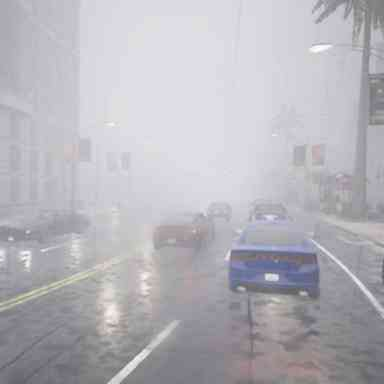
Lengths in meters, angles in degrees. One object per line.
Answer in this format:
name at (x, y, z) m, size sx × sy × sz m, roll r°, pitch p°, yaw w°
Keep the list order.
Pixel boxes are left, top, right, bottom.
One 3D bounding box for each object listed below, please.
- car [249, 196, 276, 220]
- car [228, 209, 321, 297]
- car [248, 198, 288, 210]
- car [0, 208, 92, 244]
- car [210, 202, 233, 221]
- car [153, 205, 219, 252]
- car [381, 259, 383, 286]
car at (5.936, 1.281, 28.450) m, size 2.097 × 1.767 × 4.553 m, roll 0°, pitch 0°, yaw 10°
car at (2.156, 1.456, 8.695) m, size 1.882 × 1.535 × 5.008 m, roll 0°, pitch 0°, yaw 15°
car at (4.171, 1.306, 18.118) m, size 2.097 × 1.767 × 4.553 m, roll 0°, pitch 0°, yaw 11°
car at (-6.858, 1.519, 16.144) m, size 2.033 × 1.411 × 5.357 m, roll 0°, pitch 0°, yaw 11°
car at (2.233, 1.485, 26.875) m, size 2.033 × 1.411 × 5.357 m, roll 0°, pitch 0°, yaw 9°
car at (-0.203, 1.495, 13.682) m, size 1.812 × 1.442 × 4.674 m, roll 0°, pitch 0°, yaw 12°
car at (4.693, 1.486, 5.602) m, size 1.837 × 1.490 × 4.892 m, roll 0°, pitch 0°, yaw 17°
